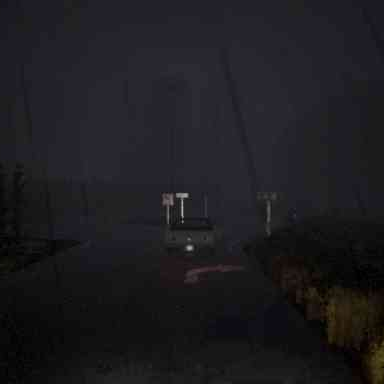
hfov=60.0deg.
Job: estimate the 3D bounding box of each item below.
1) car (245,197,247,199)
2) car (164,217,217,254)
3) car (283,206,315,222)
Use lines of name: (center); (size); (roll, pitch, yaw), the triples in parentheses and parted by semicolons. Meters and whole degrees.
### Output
car: (12.911, 1.906, 84.088); (1.994, 1.381, 4.181); (0, 0, -1)
car: (0.063, 1.710, 14.045); (1.895, 1.301, 4.718); (0, 0, 4)
car: (8.325, 1.738, 25.811); (1.994, 1.385, 4.181); (0, 0, 24)
